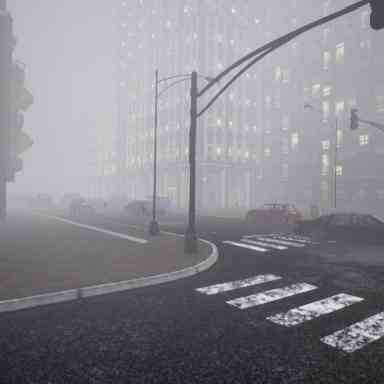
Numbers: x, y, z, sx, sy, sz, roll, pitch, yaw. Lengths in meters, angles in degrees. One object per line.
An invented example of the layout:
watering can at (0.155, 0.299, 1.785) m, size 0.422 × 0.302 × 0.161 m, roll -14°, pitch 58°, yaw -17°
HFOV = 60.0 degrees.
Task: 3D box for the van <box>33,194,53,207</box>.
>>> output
van at (-20.711, 1.197, 46.707) m, size 1.690 × 1.788 × 3.998 m, roll 1°, pitch -1°, yaw -35°

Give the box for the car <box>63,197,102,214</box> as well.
car at (-10.905, 1.427, 32.887) m, size 2.008 × 1.369 × 4.403 m, roll 1°, pitch -1°, yaw -35°

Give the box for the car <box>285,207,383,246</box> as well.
car at (7.012, 1.544, 13.981) m, size 5.357 × 1.411 × 2.033 m, roll 0°, pitch 0°, yaw 39°

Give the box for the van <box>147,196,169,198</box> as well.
van at (-4.069, 1.382, 37.739) m, size 1.690 × 1.788 × 3.998 m, roll 1°, pitch -1°, yaw -35°

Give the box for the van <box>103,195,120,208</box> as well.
van at (-10.608, 1.368, 46.951) m, size 1.690 × 1.788 × 3.998 m, roll 1°, pitch -1°, yaw -35°

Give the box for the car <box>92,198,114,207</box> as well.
car at (-13.882, 1.587, 51.555) m, size 1.947 × 1.339 × 4.313 m, roll 1°, pitch -1°, yaw -35°

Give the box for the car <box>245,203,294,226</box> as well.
car at (5.739, 1.505, 23.920) m, size 1.967 × 1.590 × 4.097 m, roll 1°, pitch -1°, yaw -35°

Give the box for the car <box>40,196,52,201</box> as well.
car at (-36.770, 1.571, 83.797) m, size 1.802 × 1.307 × 4.206 m, roll 1°, pitch -1°, yaw -35°

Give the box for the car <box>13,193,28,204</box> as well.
car at (-30.519, 1.155, 60.526) m, size 2.192 × 1.841 × 5.009 m, roll 1°, pitch -1°, yaw -35°

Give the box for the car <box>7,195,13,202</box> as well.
car at (-37.063, 1.397, 69.735) m, size 1.947 × 1.339 × 4.313 m, roll 1°, pitch -1°, yaw -35°

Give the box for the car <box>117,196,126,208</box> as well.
car at (-7.342, 1.584, 42.343) m, size 2.008 × 1.369 × 4.403 m, roll 1°, pitch -1°, yaw -35°

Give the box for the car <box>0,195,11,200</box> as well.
car at (-46.775, 1.366, 83.417) m, size 1.752 × 1.417 × 4.829 m, roll 1°, pitch -1°, yaw -35°

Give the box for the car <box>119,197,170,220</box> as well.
car at (-3.954, 1.416, 27.574) m, size 1.882 × 1.535 × 5.008 m, roll 1°, pitch -1°, yaw -35°

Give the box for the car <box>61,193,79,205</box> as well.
car at (-20.524, 1.182, 56.276) m, size 2.150 × 2.045 × 5.566 m, roll 1°, pitch -1°, yaw -35°

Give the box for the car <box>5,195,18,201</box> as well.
car at (-40.332, 1.378, 74.341) m, size 2.008 × 1.369 × 4.403 m, roll 1°, pitch -1°, yaw -35°

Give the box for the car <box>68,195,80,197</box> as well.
car at (-13.417, 1.422, 40.933) m, size 1.837 × 1.490 × 4.892 m, roll 1°, pitch -1°, yaw -35°

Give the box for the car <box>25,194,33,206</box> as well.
car at (-23.984, 1.432, 51.311) m, size 1.802 × 1.307 × 4.206 m, roll 1°, pitch -1°, yaw -35°
